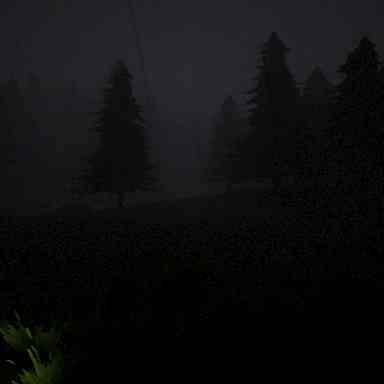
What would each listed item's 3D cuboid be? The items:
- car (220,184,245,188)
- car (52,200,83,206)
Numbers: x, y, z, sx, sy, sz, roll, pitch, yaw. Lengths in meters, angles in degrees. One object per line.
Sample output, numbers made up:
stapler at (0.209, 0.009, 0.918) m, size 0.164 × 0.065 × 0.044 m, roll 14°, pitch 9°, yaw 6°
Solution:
car at (6.898, -1.081, 56.300) m, size 4.892 × 1.490 × 1.837 m, roll -5°, pitch 3°, yaw -35°
car at (-12.148, 1.526, 33.231) m, size 1.812 × 1.442 × 4.674 m, roll 0°, pitch 6°, yaw 37°
